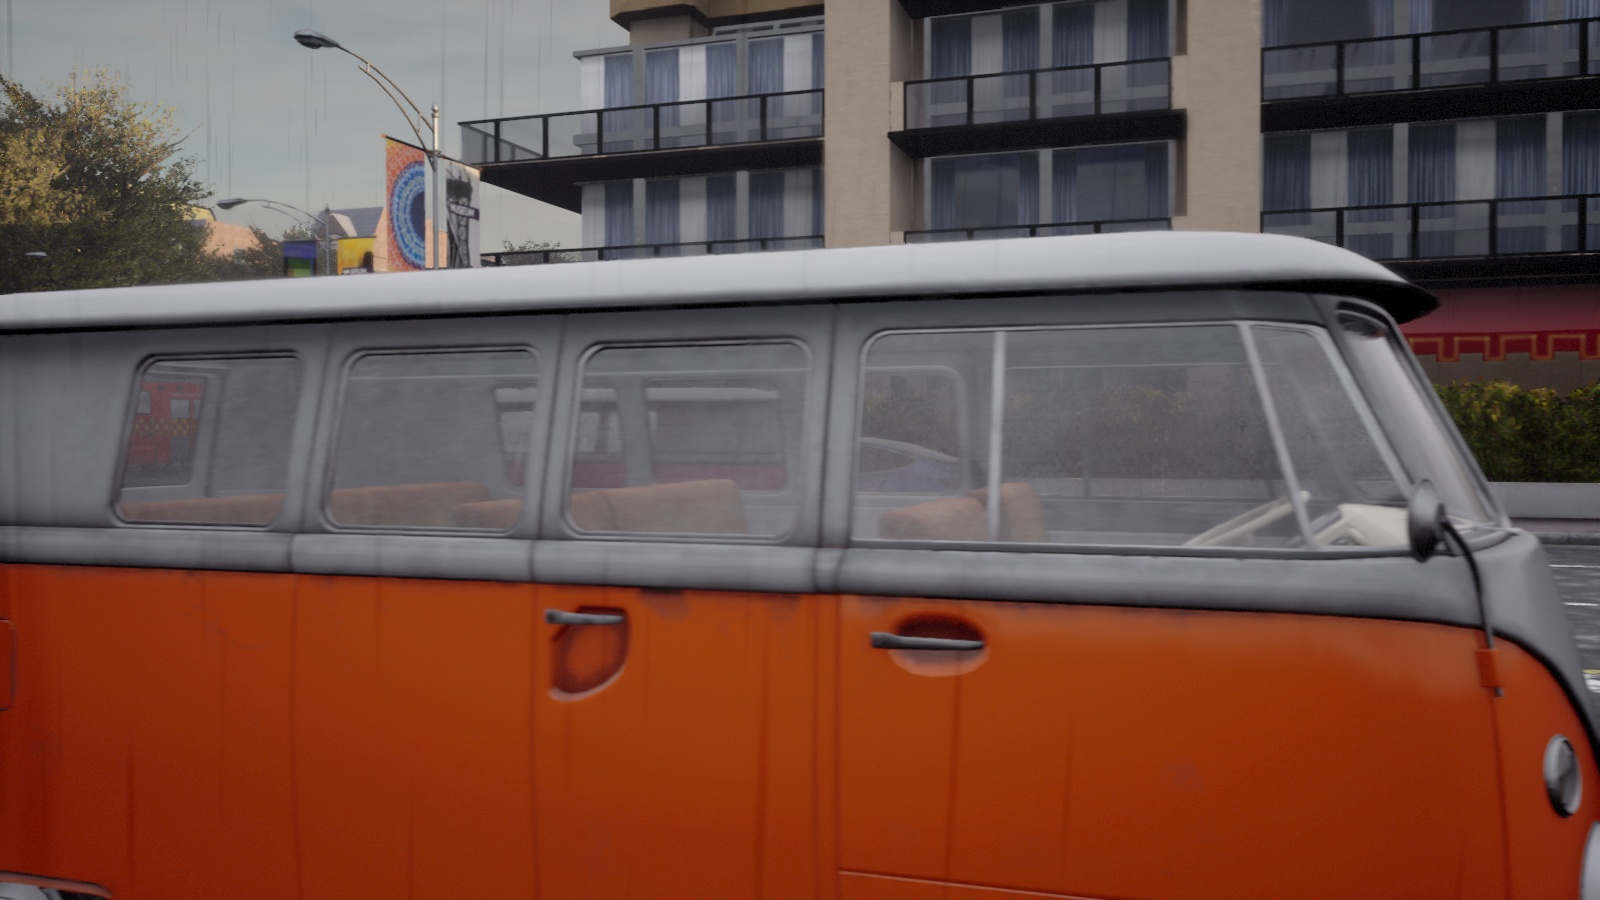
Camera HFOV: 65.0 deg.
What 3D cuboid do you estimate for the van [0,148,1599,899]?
[{"bbox_3d":[-0.407,0.522,3.326,4.442,1.987,1.775,0,1,19],"label":"van"}]
